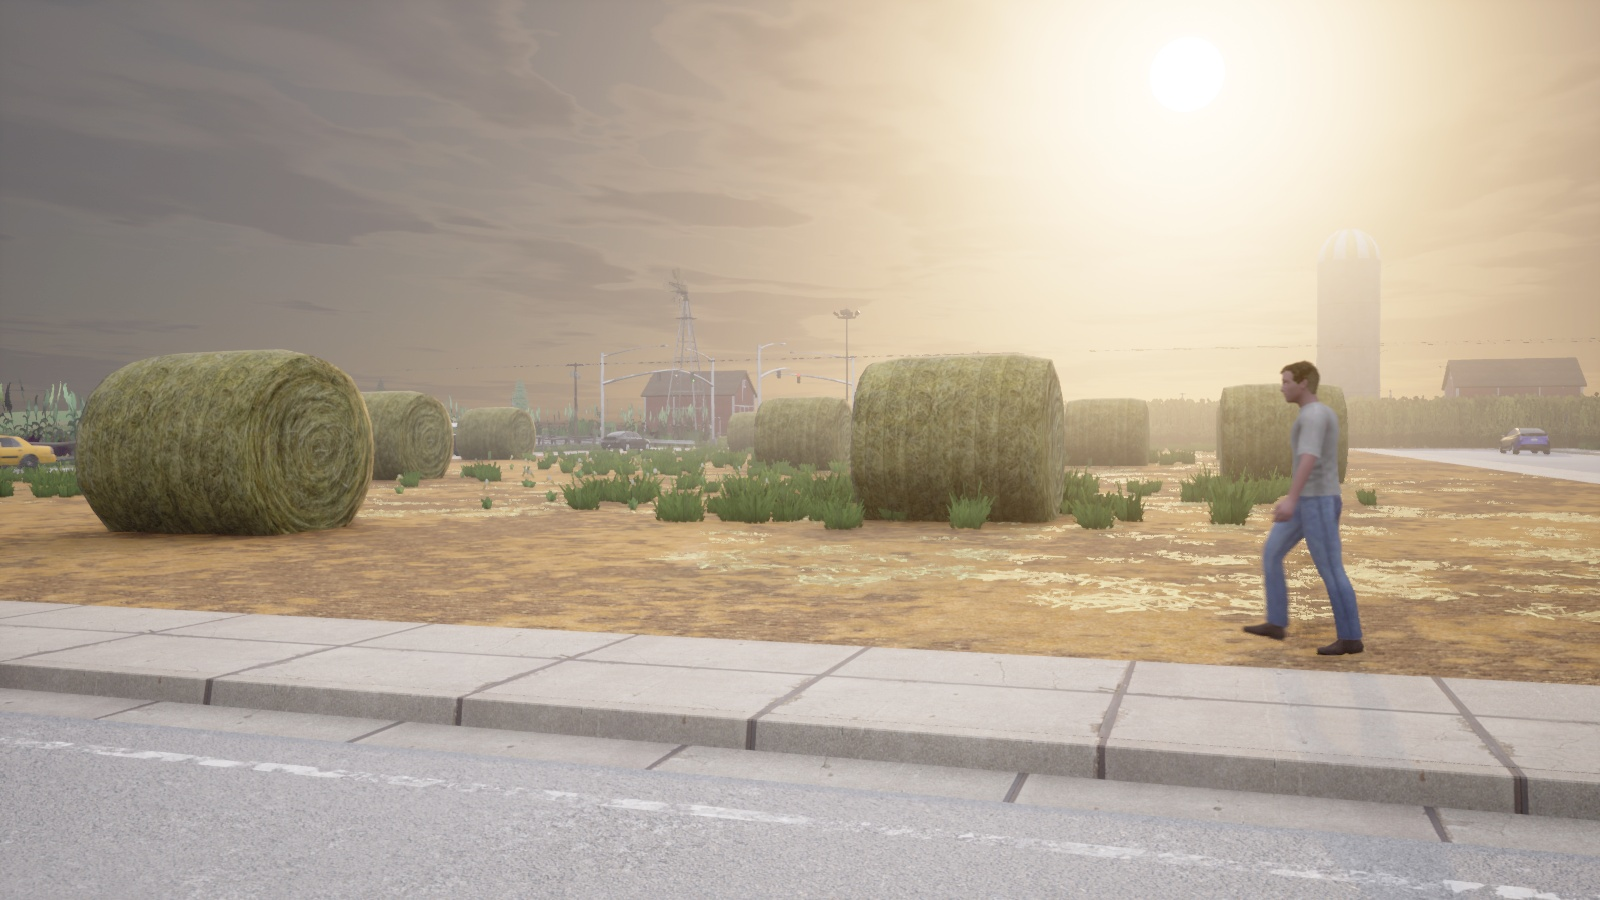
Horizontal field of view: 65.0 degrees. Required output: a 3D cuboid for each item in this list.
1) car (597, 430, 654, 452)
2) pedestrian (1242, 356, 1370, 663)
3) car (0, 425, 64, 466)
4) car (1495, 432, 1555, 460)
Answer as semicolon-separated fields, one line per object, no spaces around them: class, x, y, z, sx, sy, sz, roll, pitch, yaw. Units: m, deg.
car;-12.362;-0.680;89.347;1.837;1.490;4.892;1;1;21
pedestrian;3.130;0.353;7.789;0.706;1.836;0.354;1;1;21
car;-31.870;-0.175;49.116;1.801;1.575;5.366;1;1;21
car;41.207;-0.242;71.431;2.007;1.525;4.514;1;1;18
